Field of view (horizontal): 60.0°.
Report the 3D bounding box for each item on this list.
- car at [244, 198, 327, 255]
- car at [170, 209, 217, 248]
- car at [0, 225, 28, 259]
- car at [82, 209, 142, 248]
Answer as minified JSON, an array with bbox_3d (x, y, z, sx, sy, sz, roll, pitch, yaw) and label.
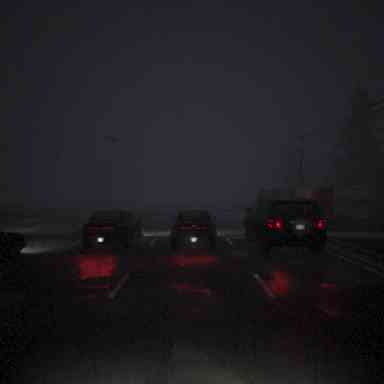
[{"bbox_3d":[3.571,1.254,13.634,2.150,2.045,5.566,0,0,0],"label":"car"},{"bbox_3d":[0.072,1.541,14.907,1.837,1.490,4.892,0,0,0],"label":"car"},{"bbox_3d":[-6.945,1.572,9.707,2.033,1.411,5.357,0,0,0],"label":"car"},{"bbox_3d":[-3.428,1.541,14.885,1.837,1.490,4.892,0,0,0],"label":"car"}]
